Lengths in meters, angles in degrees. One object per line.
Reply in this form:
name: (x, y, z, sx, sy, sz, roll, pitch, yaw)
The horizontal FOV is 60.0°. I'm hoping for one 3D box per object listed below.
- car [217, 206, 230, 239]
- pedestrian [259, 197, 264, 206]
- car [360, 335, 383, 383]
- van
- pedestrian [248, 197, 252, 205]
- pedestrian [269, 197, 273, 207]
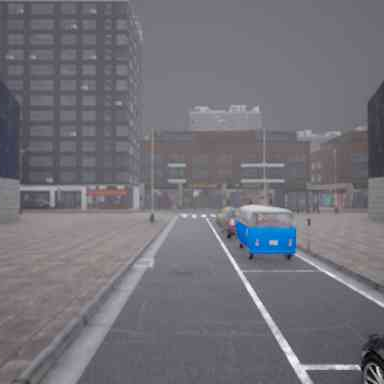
car: (2.644, 1.567, 18.051, 1.967, 1.590, 4.097, 0, 0, 0)
pedestrian: (7.012, 1.384, 33.385, 0.375, 1.860, 0.375, 0, -1, 0)
car: (2.643, 1.579, 1.738, 1.947, 1.339, 4.313, 0, 0, 0)
van: (2.645, 1.428, 12.614, 1.690, 1.788, 3.998, 0, 0, 0)
pedestrian: (6.012, 1.384, 34.585, 0.375, 1.860, 0.375, 0, -1, 0)
pedestrian: (8.012, 1.394, 33.984, 0.375, 1.860, 0.375, 0, -1, 0)
